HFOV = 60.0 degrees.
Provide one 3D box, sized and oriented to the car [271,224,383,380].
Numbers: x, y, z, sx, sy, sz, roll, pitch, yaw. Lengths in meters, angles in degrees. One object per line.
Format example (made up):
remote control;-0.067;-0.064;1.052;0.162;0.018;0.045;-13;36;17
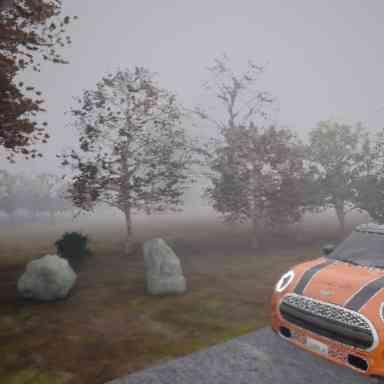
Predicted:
car;3.406;1.357;5.506;4.553;1.767;2.097;0;0;-35
